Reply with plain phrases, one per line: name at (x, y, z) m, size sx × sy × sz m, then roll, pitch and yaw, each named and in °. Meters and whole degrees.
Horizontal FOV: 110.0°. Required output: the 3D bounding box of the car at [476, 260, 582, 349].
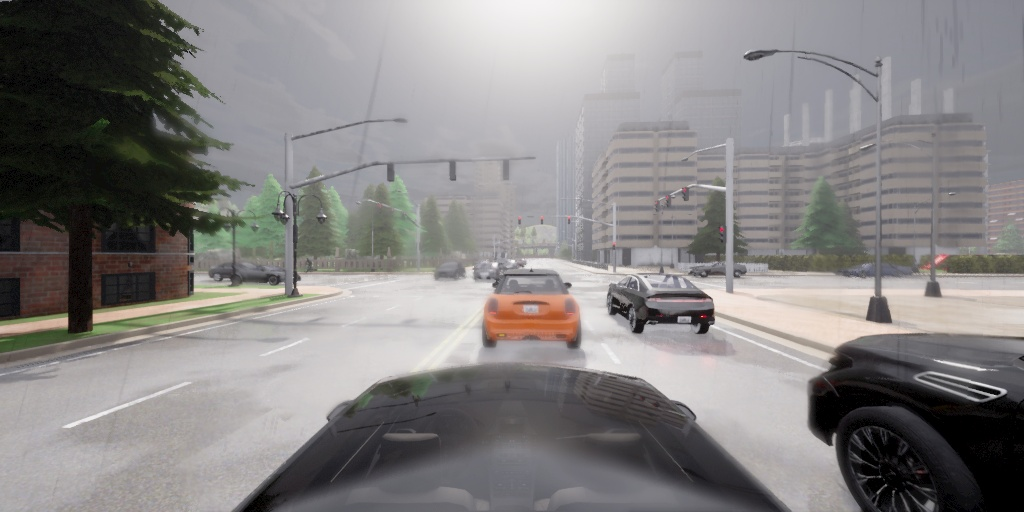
car at (0.518, 1.102, 9.387) m, size 2.097 × 1.767 × 4.553 m, roll 0°, pitch 0°, yaw 3°

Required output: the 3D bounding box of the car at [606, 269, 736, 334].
car at (4.093, 1.241, 10.614) m, size 2.128 × 1.511 × 4.902 m, roll 0°, pitch 0°, yaw 4°

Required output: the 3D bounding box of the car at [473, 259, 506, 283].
car at (-1.755, 1.241, 28.347) m, size 2.128 × 1.511 × 4.902 m, roll 0°, pitch 0°, yaw 6°

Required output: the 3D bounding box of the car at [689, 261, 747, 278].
car at (19.004, 1.241, 33.271) m, size 4.902 × 1.511 × 2.128 m, roll 0°, pitch 0°, yaw 4°

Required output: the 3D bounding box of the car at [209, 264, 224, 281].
car at (-21.704, 1.255, 28.993) m, size 4.892 × 1.490 × 1.837 m, roll 0°, pitch 0°, yaw 4°

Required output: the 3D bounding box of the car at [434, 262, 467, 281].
car at (-5.103, 1.256, 30.232) m, size 1.837 × 1.490 × 4.892 m, roll 0°, pitch 0°, yaw 6°

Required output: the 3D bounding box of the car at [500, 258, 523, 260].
car at (-0.133, 1.241, 46.401) m, size 2.128 × 1.511 × 4.902 m, roll 0°, pitch 0°, yaw 4°

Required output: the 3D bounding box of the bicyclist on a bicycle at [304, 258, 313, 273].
bicyclist on a bicycle at (-22.756, 1.051, 40.073) m, size 0.582 × 1.620 × 1.656 m, roll 0°, pitch 0°, yaw 4°

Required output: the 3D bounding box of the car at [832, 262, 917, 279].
car at (32.543, 1.297, 32.294) m, size 5.357 × 1.411 × 2.033 m, roll 0°, pitch 0°, yaw 4°

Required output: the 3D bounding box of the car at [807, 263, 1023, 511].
car at (3.709, 0.971, 0.777) m, size 2.150 × 2.045 × 5.566 m, roll 0°, pitch 0°, yaw 0°

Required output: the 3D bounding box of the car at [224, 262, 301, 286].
car at (-17.216, 1.314, 25.156) m, size 4.181 × 1.385 × 1.994 m, roll 0°, pitch 0°, yaw 4°

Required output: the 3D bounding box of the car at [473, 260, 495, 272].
car at (-3.625, 1.241, 46.694) m, size 2.128 × 1.511 × 4.902 m, roll 0°, pitch 0°, yaw 4°
